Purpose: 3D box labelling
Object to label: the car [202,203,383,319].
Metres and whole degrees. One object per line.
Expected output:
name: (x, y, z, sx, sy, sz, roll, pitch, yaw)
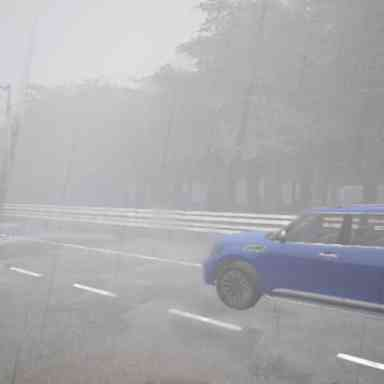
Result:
car: (2.871, 1.222, 6.118, 5.566, 2.045, 2.150, 0, 0, 36)
